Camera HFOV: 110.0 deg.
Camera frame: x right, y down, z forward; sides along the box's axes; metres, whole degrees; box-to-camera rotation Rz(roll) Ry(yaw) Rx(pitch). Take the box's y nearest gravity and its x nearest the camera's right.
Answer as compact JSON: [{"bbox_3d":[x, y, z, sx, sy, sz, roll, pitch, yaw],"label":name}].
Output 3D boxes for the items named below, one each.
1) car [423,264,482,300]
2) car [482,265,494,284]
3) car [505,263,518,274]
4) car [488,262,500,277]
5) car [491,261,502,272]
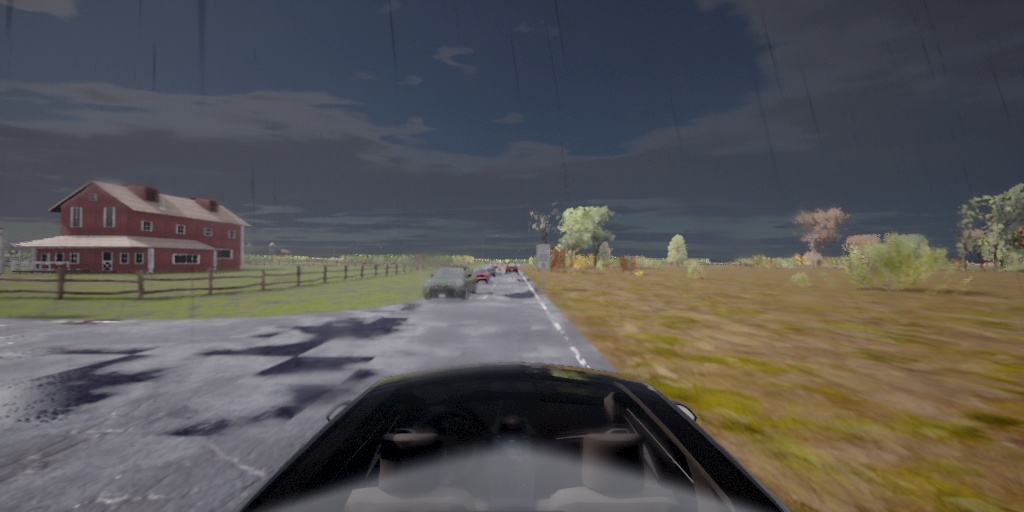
[{"bbox_3d":[-3.140,1.302,18.997,2.097,1.767,4.553,0,-1,4],"label":"car"},{"bbox_3d":[-2.863,1.692,31.120,1.895,1.301,4.718,0,-1,0],"label":"car"},{"bbox_3d":[-0.028,1.835,53.813,1.882,1.535,5.008,0,-1,0],"label":"car"},{"bbox_3d":[-2.861,1.781,43.360,2.033,1.411,5.357,0,-1,0],"label":"car"},{"bbox_3d":[-2.780,1.578,58.849,2.097,1.767,4.553,0,-1,0],"label":"car"}]
